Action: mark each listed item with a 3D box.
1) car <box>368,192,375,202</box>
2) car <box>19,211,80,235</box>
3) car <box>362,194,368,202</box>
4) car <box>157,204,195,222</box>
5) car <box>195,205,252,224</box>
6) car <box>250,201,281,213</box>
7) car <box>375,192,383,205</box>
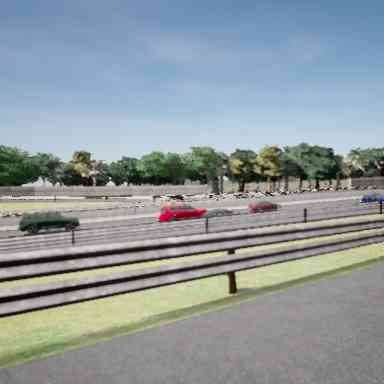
[{"bbox_3d":[28.311,0.901,48.107,4.718,1.301,1.895,-3,2,-24],"label":"car"},{"bbox_3d":[-14.230,2.971,33.303,5.566,2.045,2.150,-4,2,-24],"label":"car"},{"bbox_3d":[28.713,0.740,52.103,4.181,1.385,1.994,-3,2,-24],"label":"car"},{"bbox_3d":[-0.940,2.276,35.301,5.566,2.045,2.150,-4,2,-24],"label":"car"},{"bbox_3d":[3.190,2.417,33.289,4.892,1.490,1.837,-4,2,-24],"label":"car"},{"bbox_3d":[9.511,1.853,43.698,4.674,1.442,1.812,-4,2,-24],"label":"car"},{"bbox_3d":[26.952,0.960,43.691,5.008,1.535,1.882,-3,2,-24],"label":"car"}]
